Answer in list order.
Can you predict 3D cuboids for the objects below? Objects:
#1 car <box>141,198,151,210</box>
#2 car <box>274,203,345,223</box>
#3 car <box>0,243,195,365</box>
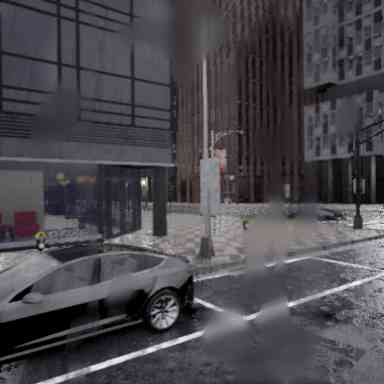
[{"bbox_3d":[-7.818,1.695,49.120,2.097,1.767,4.553,-1,0,-36],"label":"car"},{"bbox_3d":[8.903,1.526,25.731,2.033,1.411,5.357,-1,0,-36],"label":"car"},{"bbox_3d":[-1.937,1.550,5.156,4.313,1.339,1.947,-1,0,-36],"label":"car"}]
